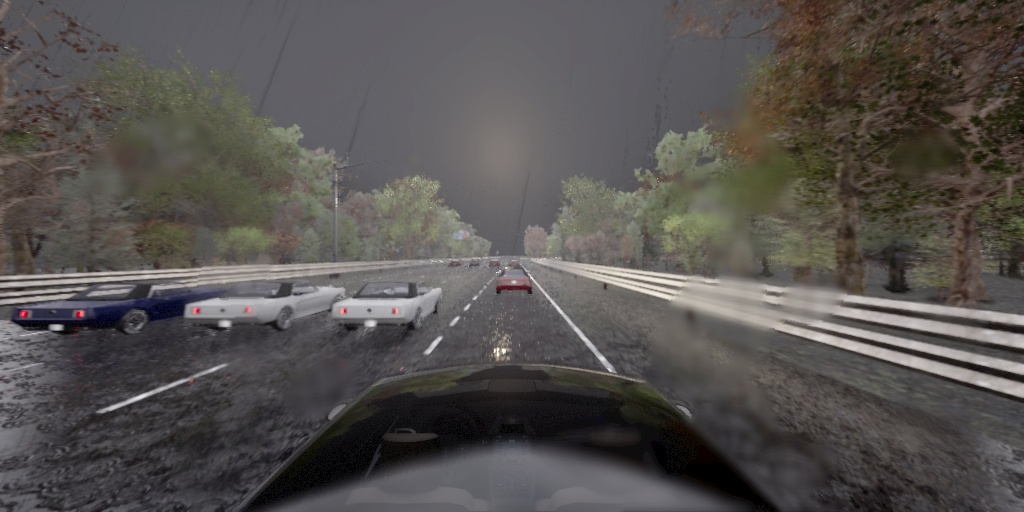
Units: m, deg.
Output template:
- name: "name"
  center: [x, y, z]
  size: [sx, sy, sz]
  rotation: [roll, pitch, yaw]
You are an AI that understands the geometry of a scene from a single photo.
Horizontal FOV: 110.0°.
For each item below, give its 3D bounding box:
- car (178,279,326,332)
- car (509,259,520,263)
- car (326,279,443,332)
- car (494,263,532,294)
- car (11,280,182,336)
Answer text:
- name: "car"
  center: [-6.901, 1.351, 10.860]
  size: [1.895, 1.301, 4.718]
  rotation: [0, 0, 0]
- name: "car"
  center: [0.389, 1.286, 64.748]
  size: [1.812, 1.442, 4.674]
  rotation: [0, 0, 0]
- name: "car"
  center: [-3.402, 1.351, 10.867]
  size: [1.895, 1.301, 4.718]
  rotation: [0, 0, 0]
- name: "car"
  center: [0.119, 1.315, 20.476]
  size: [1.994, 1.385, 4.181]
  rotation: [0, 0, 0]
- name: "car"
  center: [-10.402, 1.351, 10.413]
  size: [1.895, 1.301, 4.718]
  rotation: [0, 0, 0]
